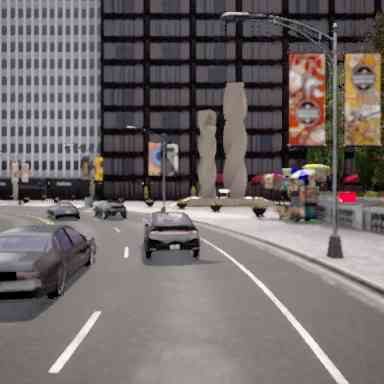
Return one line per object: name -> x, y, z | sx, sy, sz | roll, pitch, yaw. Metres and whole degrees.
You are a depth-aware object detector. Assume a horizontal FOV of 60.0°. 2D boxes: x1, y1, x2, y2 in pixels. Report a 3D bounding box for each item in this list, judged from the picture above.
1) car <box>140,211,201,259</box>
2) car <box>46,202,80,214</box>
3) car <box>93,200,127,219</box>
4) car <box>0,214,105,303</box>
car -> -0.908, 1.471, 12.618 | 2.128, 1.511, 4.902 | 0, 0, -9
car -> -10.836, 1.516, 27.807 | 1.994, 1.385, 4.181 | 0, 0, -34
car -> -7.086, 1.457, 28.487 | 1.837, 1.490, 4.892 | 0, 0, -31
car -> -3.788, 1.533, 8.373 | 2.033, 1.411, 5.357 | 0, 0, -5
